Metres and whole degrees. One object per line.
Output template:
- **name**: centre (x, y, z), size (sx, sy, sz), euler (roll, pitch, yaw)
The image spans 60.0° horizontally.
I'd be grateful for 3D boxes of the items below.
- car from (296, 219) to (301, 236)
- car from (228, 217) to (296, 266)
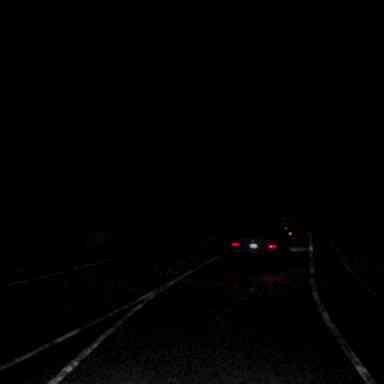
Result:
- **car**: centre (7.996, 2.827, 27.680), size (1.882, 1.535, 5.008), euler (0, -5, 20)
- **car**: centre (2.811, 1.889, 13.027), size (2.033, 1.411, 5.357), euler (0, -3, 20)
